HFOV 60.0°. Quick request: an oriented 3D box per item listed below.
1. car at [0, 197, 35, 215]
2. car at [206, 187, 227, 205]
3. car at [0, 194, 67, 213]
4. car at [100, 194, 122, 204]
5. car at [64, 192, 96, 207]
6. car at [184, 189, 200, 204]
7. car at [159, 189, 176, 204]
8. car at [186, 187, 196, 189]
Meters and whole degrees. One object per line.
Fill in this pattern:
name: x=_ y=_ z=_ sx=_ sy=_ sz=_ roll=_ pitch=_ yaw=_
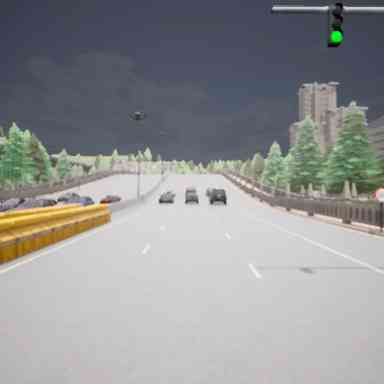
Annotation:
car: x=-17.619 y=1.339 z=33.186 sx=1.812 sy=1.442 sz=4.674 roll=0 pitch=1 yaw=0
car: x=3.496 y=0.552 z=44.987 sx=2.150 sy=2.045 sz=5.566 roll=0 pitch=4 yaw=0
car: x=-10.604 y=1.245 z=22.658 sx=2.097 sy=1.767 sz=4.553 roll=0 pitch=0 yaw=0
car: x=-10.637 y=0.998 z=43.837 sx=1.895 sy=1.301 sz=4.718 roll=0 pitch=3 yaw=0
car: x=-10.621 y=1.193 z=31.435 sx=2.097 sy=1.767 sz=4.553 roll=0 pitch=1 yaw=0
car: x=-0.009 y=0.787 z=45.730 sx=1.837 sy=1.490 sz=4.892 roll=0 pitch=4 yaw=0
car: x=-3.515 y=0.819 z=46.114 sx=1.994 sy=1.385 sz=4.181 roll=0 pitch=4 yaw=0
car: x=-0.166 y=-0.141 z=56.075 sx=1.882 sy=1.535 sz=5.008 roll=0 pitch=6 yaw=0
